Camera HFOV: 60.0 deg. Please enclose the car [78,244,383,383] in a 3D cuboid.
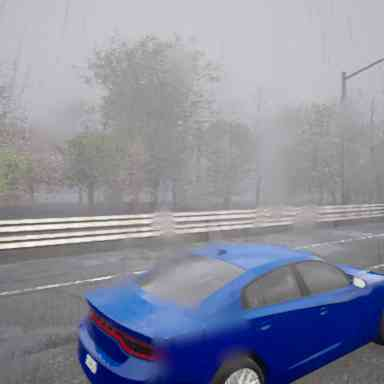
[{"bbox_3d":[1.057,1.479,4.625,5.008,1.535,1.882,0,0,-36],"label":"car"}]
